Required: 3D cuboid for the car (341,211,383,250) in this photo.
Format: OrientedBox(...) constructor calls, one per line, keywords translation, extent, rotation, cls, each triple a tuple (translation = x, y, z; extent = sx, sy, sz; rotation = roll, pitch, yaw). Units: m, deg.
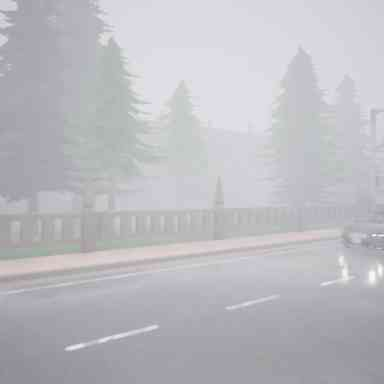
OrientedBox(translation=(8.107, 1.564, 13.670), extent=(4.902, 1.511, 2.128), rotation=(1, 0, -34), cls="car")
